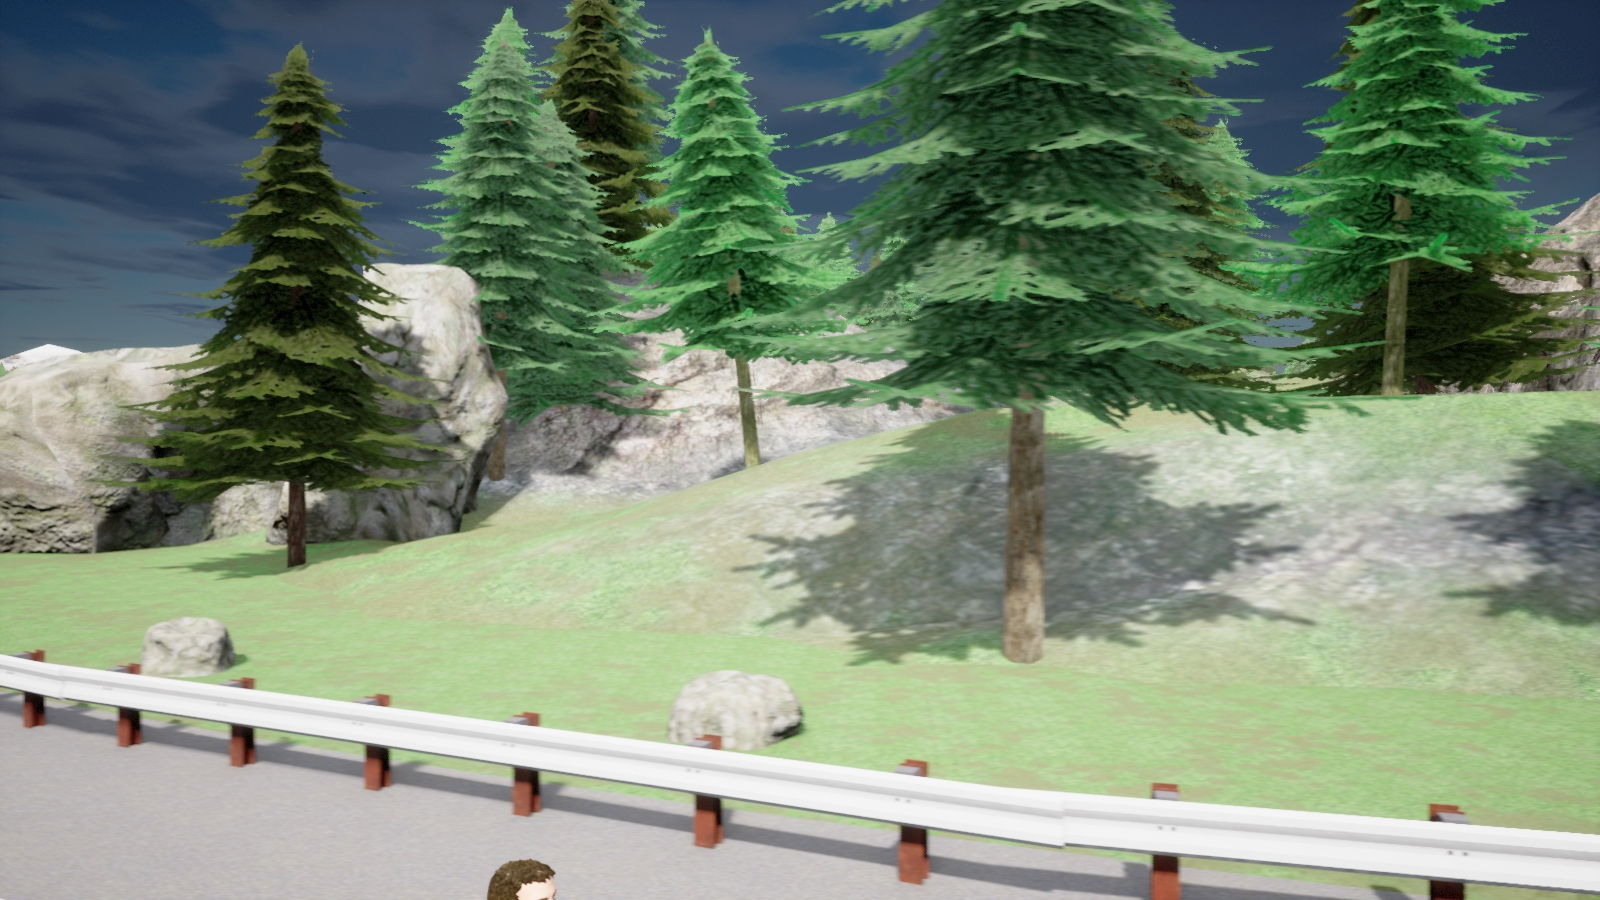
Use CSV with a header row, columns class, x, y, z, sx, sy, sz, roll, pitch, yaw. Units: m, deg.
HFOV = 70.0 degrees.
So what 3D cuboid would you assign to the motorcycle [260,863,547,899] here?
class,x,y,z,sx,sy,sz,roll,pitch,yaw
motorcycle,-0.946,2.175,3.571,2.033,1.217,0.803,0,0,22
